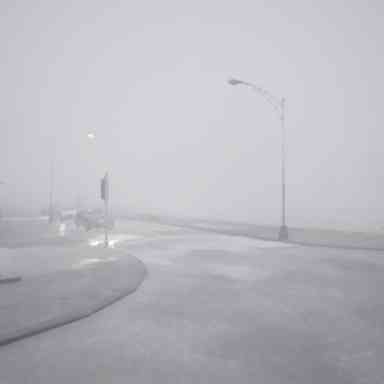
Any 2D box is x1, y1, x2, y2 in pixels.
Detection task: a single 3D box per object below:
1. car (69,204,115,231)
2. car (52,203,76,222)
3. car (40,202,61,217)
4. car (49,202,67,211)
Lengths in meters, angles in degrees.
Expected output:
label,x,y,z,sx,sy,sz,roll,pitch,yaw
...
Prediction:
label,x,y,z,sx,sy,sz,roll,pitch,yaw
car,-7.087,1.898,24.033,2.128,1.511,4.902,1,-1,-32
car,-11.954,2.062,31.923,1.812,1.442,4.674,1,-1,-32
car,-17.210,2.241,40.456,1.994,1.385,4.181,1,-1,-31
car,-23.891,2.537,59.191,2.033,1.411,5.357,1,-1,-32
